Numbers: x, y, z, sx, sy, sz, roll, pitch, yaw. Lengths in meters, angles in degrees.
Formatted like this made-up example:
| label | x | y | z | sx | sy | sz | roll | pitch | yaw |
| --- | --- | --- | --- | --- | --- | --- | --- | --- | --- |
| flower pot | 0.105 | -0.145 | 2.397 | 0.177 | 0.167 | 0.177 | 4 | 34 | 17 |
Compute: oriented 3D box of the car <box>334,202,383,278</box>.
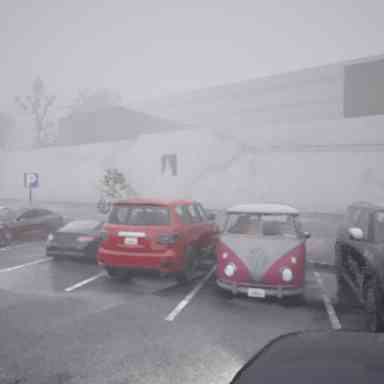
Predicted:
| label | x | y | z | sx | sy | sz | roll | pitch | yaw |
| --- | --- | --- | --- | --- | --- | --- | --- | --- | --- |
| car | 4.208 | 1.238 | 6.455 | 2.435 | 2.045 | 5.566 | 1 | -1 | 16 |

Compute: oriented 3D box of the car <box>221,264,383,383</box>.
| label | x | y | z | sx | sy | sz | roll | pitch | yaw |
| --- | --- | --- | --- | --- | --- | --- | --- | --- | --- |
| car | 2.139 | 1.566 | 1.852 | 4.181 | 1.385 | 1.994 | 0 | 0 | 36 |

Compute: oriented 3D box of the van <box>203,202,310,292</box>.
| label | x | y | z | sx | sy | sz | roll | pitch | yaw |
| --- | --- | --- | --- | --- | --- | --- | --- | --- | --- |
| van | 1.757 | 1.255 | 8.104 | 1.878 | 1.987 | 4.442 | 1 | -1 | 16 |

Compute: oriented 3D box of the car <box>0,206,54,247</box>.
| label | x | y | z | sx | sy | sz | roll | pitch | yaw |
| --- | --- | --- | --- | --- | --- | --- | --- | --- | --- |
| car | -7.940 | 1.455 | 15.127 | 2.163 | 1.488 | 4.792 | 1 | 0 | 16 |

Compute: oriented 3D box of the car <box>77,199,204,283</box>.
| label | x | y | z | sx | sy | sz | roll | pitch | yaw |
| --- | --- | --- | --- | --- | --- | --- | --- | --- | --- |
| car | -0.641 | 1.223 | 9.983 | 2.435 | 2.045 | 5.566 | 0 | -1 | 16 |

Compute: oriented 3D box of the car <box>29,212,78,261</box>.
| label | x | y | z | sx | sy | sz | roll | pitch | yaw |
| --- | --- | --- | --- | --- | --- | --- | --- | --- | --- |
| car | -3.079 | 1.500 | 11.683 | 2.002 | 1.452 | 4.674 | 0 | -1 | 16 |
